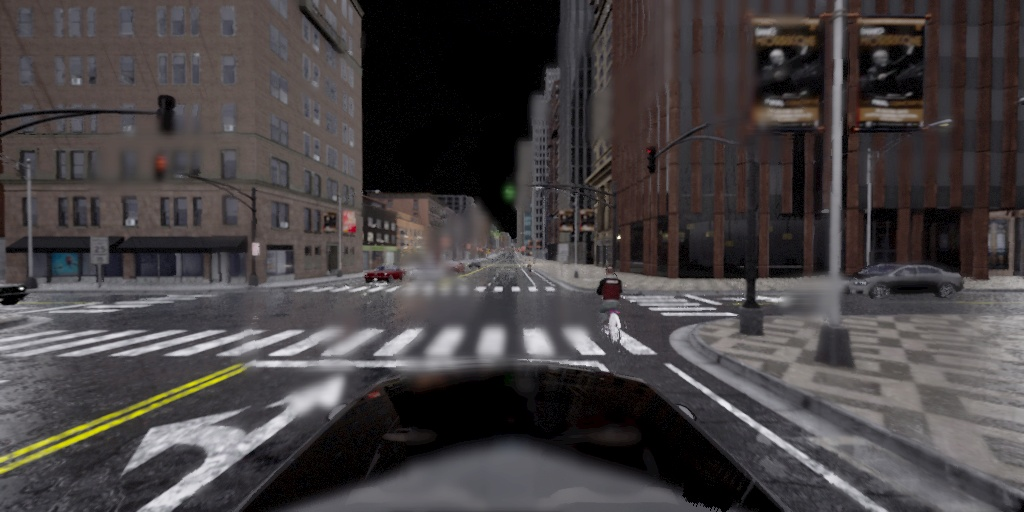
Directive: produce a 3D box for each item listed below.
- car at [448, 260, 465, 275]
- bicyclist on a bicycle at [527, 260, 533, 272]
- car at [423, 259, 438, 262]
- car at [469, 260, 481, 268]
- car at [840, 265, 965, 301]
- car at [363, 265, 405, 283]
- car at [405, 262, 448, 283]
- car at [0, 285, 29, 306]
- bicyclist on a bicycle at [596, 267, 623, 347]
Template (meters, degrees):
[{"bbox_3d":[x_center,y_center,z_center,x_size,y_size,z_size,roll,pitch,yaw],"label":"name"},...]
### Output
[{"bbox_3d":[-6.595,1.297,41.290,1.882,1.535,5.008,0,0,0],"label":"car"},{"bbox_3d":[2.245,1.264,45.748,0.866,1.612,1.509,0,0,0],"label":"bicyclist on a bicycle"},{"bbox_3d":[-9.843,1.175,42.873,2.097,1.767,4.553,0,0,0],"label":"car"},{"bbox_3d":[-6.512,1.399,63.303,2.033,1.411,5.357,0,0,0],"label":"car"},{"bbox_3d":[17.346,1.152,16.287,4.902,1.511,2.128,0,1,0],"label":"car"},{"bbox_3d":[-9.872,1.397,28.229,1.895,1.301,4.718,0,0,1],"label":"car"},{"bbox_3d":[-6.582,1.397,28.196,1.895,1.301,4.718,0,0,-1],"label":"car"},{"bbox_3d":[-22.603,1.459,14.256,4.718,1.301,1.895,0,1,1],"label":"car"},{"bbox_3d":[2.253,1.130,8.443,0.659,1.776,1.843,0,0,0],"label":"bicyclist on a bicycle"}]
